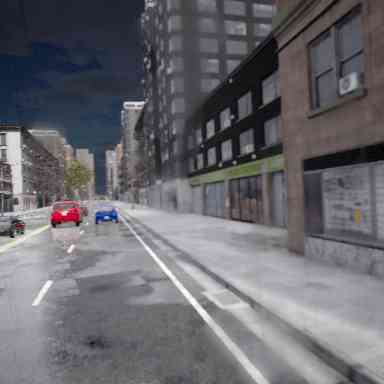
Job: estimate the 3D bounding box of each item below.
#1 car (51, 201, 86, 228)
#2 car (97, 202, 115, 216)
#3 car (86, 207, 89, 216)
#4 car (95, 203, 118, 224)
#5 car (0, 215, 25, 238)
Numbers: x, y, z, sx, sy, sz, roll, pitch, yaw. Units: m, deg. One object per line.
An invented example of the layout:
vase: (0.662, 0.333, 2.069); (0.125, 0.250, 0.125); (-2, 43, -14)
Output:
car: (-10.634, 1.843, 28.519); (2.150, 2.045, 5.566); (-2, 0, -15)
car: (-11.233, 2.212, 43.376); (2.128, 1.511, 4.902); (-2, 0, -14)
car: (-14.434, 2.382, 42.977); (1.812, 1.442, 4.674); (-2, 0, -15)
car: (-7.657, 1.976, 29.839); (1.882, 1.535, 5.008); (-2, 0, -15)
car: (-12.237, 2.219, 21.503); (1.994, 1.385, 4.181); (-2, 0, -15)
